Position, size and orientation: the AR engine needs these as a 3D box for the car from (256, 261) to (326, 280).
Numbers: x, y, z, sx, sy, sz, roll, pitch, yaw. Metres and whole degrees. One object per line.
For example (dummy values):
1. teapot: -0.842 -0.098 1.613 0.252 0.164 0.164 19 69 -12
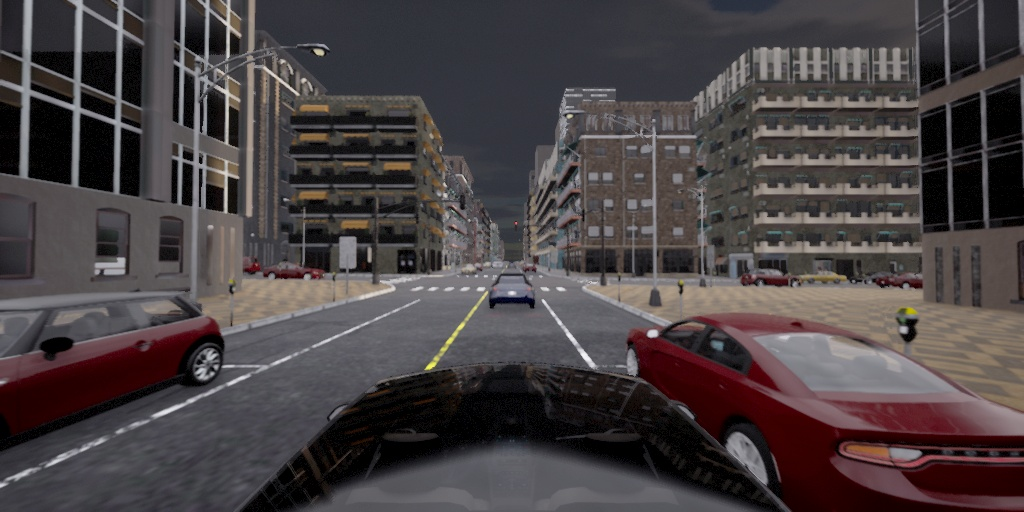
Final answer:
1. car: -17.267 1.264 28.516 4.507 1.381 1.888 0 0 0

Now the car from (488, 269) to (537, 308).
1. car: 0.004 1.451 16.134 1.994 1.385 4.181 0 -1 0

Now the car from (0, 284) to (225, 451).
1. car: -5.689 1.213 4.132 1.967 1.591 4.097 0 0 0

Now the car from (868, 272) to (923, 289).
1. car: 32.129 2.039 28.923 4.507 1.381 1.888 0 0 0

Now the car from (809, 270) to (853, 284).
1. car: 31.890 2.177 37.234 4.829 1.417 1.751 0 0 0

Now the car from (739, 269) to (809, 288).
1. car: 20.831 1.756 28.837 4.097 1.591 1.967 0 0 0

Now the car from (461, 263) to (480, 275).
1. car: -5.697 1.714 47.486 1.751 1.417 4.829 0 0 0

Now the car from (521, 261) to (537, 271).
1. car: 2.683 1.786 53.167 1.888 1.381 4.507 0 0 0

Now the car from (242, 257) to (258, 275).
1. car: -28.651 1.016 36.809 5.009 1.841 2.192 0 0 0

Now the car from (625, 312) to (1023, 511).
1. car: 2.691 1.318 4.133 1.888 1.381 4.507 0 0 0

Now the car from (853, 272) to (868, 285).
1. car: 37.709 2.306 37.278 4.313 1.339 1.948 0 0 0

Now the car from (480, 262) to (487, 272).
1. car: -5.699 1.840 58.703 1.888 1.381 4.507 0 0 0
